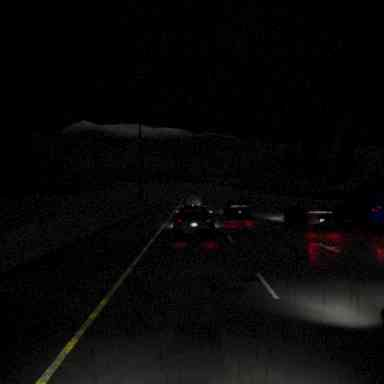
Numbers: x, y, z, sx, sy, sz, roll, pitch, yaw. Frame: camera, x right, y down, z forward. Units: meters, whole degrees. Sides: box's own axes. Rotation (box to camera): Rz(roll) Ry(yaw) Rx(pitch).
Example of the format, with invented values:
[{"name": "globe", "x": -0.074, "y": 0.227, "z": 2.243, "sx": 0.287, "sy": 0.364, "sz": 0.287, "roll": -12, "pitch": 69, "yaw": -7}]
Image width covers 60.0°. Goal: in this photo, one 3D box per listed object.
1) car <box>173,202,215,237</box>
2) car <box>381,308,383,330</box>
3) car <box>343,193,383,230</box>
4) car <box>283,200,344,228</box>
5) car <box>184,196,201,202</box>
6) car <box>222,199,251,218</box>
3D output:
[{"name": "car", "x": 0.096, "y": 1.428, "z": 16.972, "sx": 1.994, "sy": 1.385, "sz": 4.181, "roll": 0, "pitch": 0, "yaw": 0}, {"name": "car", "x": 3.599, "y": 1.503, "z": 2.778, "sx": 1.812, "sy": 1.442, "sz": 4.674, "roll": 0, "pitch": 0, "yaw": 0}, {"name": "car", "x": 10.595, "y": 1.060, "z": 20.129, "sx": 2.150, "sy": 2.045, "sz": 5.566, "roll": 0, "pitch": 0, "yaw": 0}, {"name": "car", "x": 7.095, "y": 1.327, "z": 20.607, "sx": 2.128, "sy": 1.511, "sz": 4.902, "roll": 0, "pitch": 0, "yaw": 0}, {"name": "car", "x": 0.091, "y": 1.217, "z": 38.495, "sx": 1.812, "sy": 1.442, "sz": 4.674, "roll": 0, "pitch": 1, "yaw": 0}, {"name": "car", "x": 3.594, "y": 1.274, "z": 27.300, "sx": 2.128, "sy": 1.511, "sz": 4.902, "roll": 0, "pitch": 0, "yaw": 0}]
